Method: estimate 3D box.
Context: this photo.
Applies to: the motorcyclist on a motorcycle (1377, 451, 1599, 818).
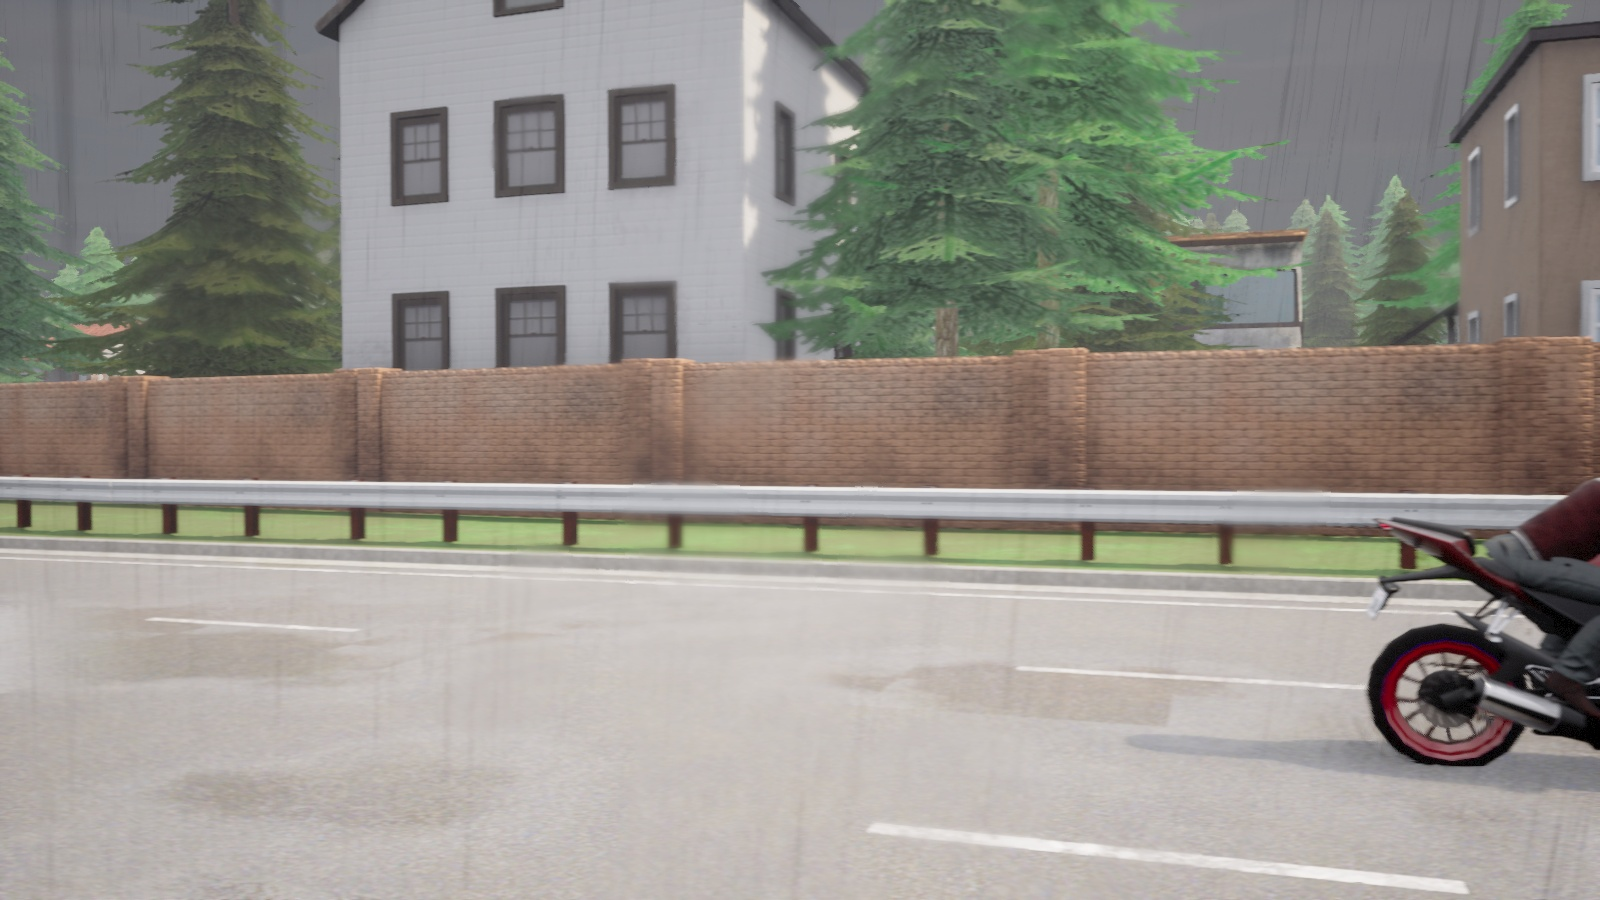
[{"bbox_3d":[3.828,0.786,5.598,2.191,1.530,0.866,1,1,19],"label":"motorcyclist on a motorcycle"}]
